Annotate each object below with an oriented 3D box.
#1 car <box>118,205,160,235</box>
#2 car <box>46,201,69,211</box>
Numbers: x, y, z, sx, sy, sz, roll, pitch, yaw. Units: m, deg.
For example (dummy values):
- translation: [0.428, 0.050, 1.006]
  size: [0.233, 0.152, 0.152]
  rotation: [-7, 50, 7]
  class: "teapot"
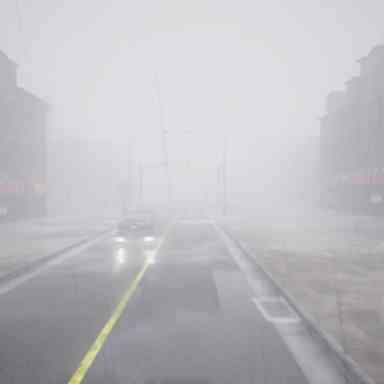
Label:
- translation: [-2.840, 1.475, 18.645]
  size: [1.812, 1.442, 4.674]
  rotation: [0, 0, 0]
  class: "car"
- translation: [-20.354, 2.085, 48.865]
  size: [4.403, 1.369, 2.008]
  rotation: [-1, 2, 0]
  class: "car"
